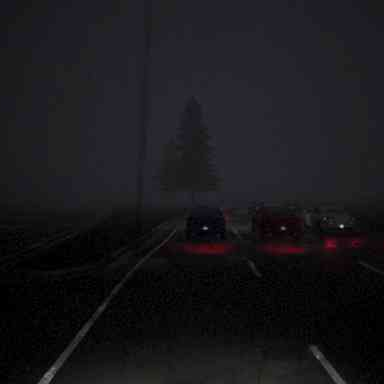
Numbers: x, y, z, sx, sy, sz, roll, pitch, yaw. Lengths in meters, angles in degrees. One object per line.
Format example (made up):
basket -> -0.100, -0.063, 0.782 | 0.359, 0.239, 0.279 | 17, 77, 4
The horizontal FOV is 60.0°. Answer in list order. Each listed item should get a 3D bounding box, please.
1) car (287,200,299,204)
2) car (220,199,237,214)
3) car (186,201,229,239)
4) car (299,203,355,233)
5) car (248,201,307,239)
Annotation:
car -> 10.759, 1.573, 35.442 | 1.994, 1.385, 4.181 | 0, 0, 16
car -> 3.648, 1.535, 35.967 | 1.812, 1.442, 4.674 | 0, 0, 15
car -> 0.758, 1.482, 17.434 | 1.882, 1.535, 5.008 | 0, 0, 4
car -> 7.900, 1.531, 19.476 | 1.812, 1.442, 4.674 | 0, 0, 4
car -> 4.262, 1.482, 17.428 | 1.882, 1.535, 5.008 | 0, 0, 4
